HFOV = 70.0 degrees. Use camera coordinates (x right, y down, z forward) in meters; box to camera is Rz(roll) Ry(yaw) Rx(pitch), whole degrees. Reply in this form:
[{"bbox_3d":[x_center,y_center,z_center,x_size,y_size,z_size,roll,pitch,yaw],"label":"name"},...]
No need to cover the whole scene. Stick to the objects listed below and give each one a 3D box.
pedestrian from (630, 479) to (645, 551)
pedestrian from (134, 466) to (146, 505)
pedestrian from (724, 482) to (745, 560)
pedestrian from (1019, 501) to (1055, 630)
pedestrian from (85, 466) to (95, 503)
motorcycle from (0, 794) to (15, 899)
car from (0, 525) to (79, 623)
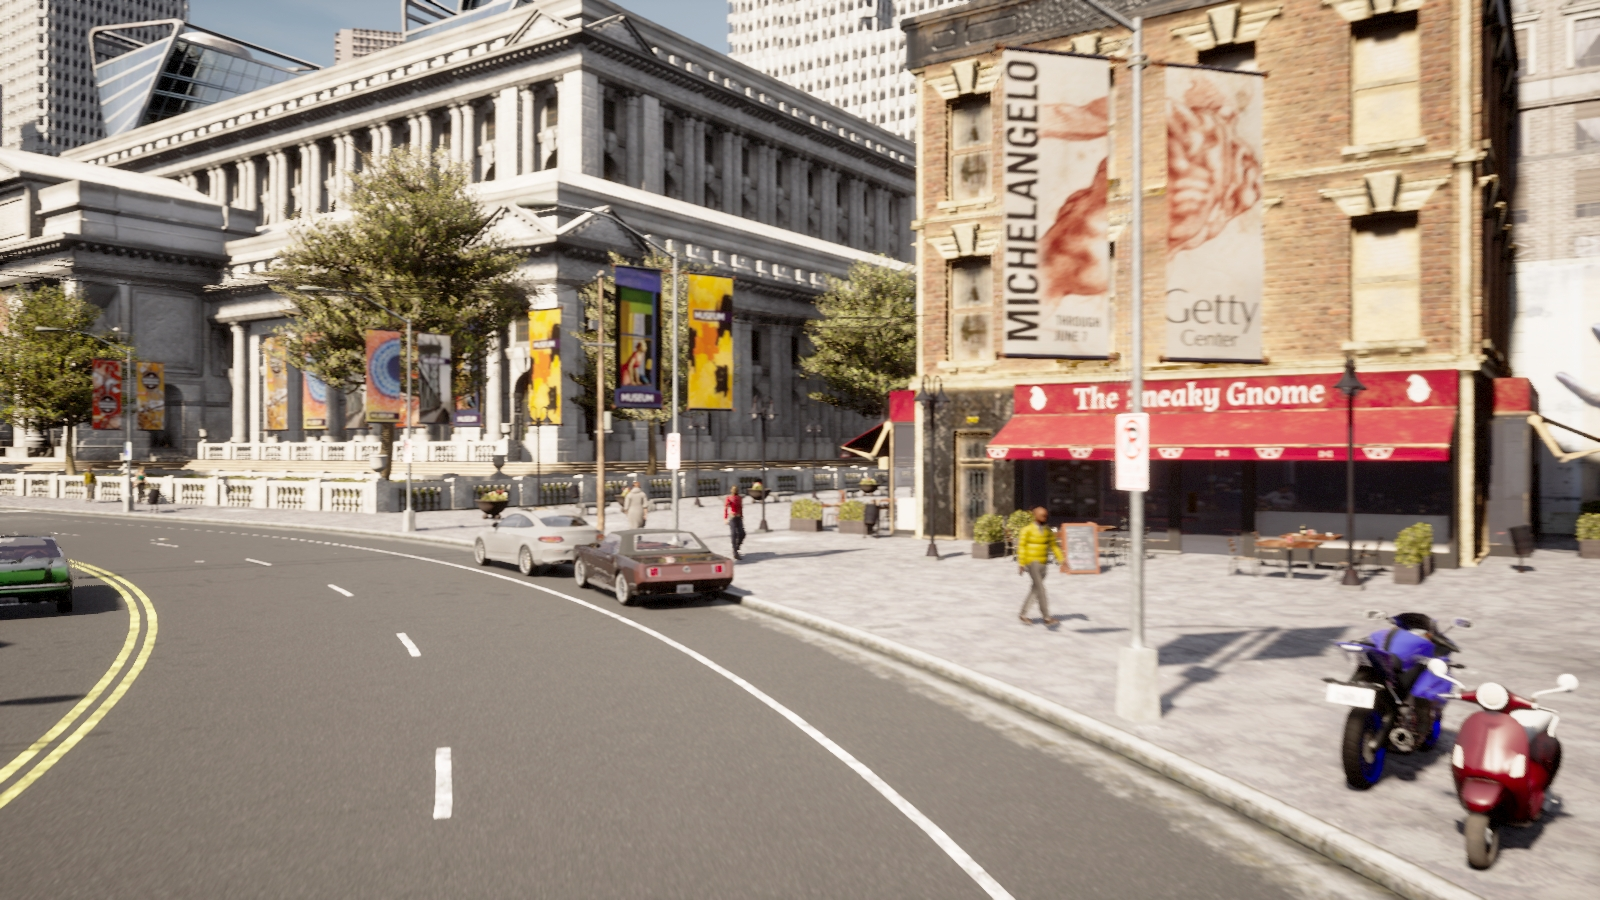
[{"bbox_3d":[-4.263,1.699,30.017,0.375,1.860,0.375,0,0,-10],"label":"pedestrian"},{"bbox_3d":[-31.923,1.720,55.259,0.375,1.860,0.375,0,0,41],"label":"pedestrian"},{"bbox_3d":[-1.582,1.700,27.512,0.375,1.860,0.375,0,0,-34],"label":"pedestrian"},{"bbox_3d":[3.508,1.694,16.935,0.375,1.860,0.375,0,0,-26],"label":"pedestrian"},{"bbox_3d":[-35.470,1.721,57.060,0.375,1.860,0.375,0,0,-44],"label":"pedestrian"},{"bbox_3d":[-3.858,2.208,4.079,0.867,1.251,2.209,-1,0,-9],"label":"motorcycle"},{"bbox_3d":[-14.264,2.165,20.625,1.895,1.301,4.718,0,0,-35],"label":"car"}]
